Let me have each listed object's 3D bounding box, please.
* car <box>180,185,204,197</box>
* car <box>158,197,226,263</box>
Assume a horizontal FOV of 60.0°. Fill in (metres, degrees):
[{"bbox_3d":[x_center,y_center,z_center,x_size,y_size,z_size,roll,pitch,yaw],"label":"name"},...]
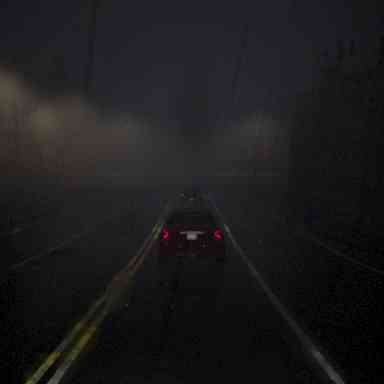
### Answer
[{"bbox_3d":[0.029,0.121,27.398,1.812,1.442,4.674,0,7,1],"label":"car"},{"bbox_3d":[-0.002,1.282,12.113,2.097,1.767,4.553,0,2,0],"label":"car"}]
